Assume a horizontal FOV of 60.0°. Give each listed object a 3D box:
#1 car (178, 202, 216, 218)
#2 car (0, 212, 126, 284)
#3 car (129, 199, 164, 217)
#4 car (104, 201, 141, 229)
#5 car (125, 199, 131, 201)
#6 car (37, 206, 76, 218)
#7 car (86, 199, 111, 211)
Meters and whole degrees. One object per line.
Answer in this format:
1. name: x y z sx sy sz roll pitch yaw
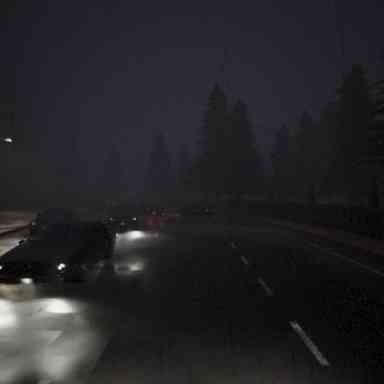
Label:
1. car: 0.328 1.603 30.546 2.033 1.411 5.357 0 0 -22
2. car: -3.612 1.566 9.932 2.033 1.411 5.357 0 0 0
3. car: -4.405 1.660 32.512 1.895 1.301 4.718 0 0 -25
4. car: -4.443 1.566 21.645 1.812 1.442 4.674 0 0 -11
5. car: -8.073 1.606 44.066 1.812 1.442 4.674 0 0 -43
6. car: -7.676 1.561 19.078 1.812 1.442 4.674 0 0 -7
7. car: -11.562 1.626 42.761 2.033 1.411 5.357 0 0 -44
